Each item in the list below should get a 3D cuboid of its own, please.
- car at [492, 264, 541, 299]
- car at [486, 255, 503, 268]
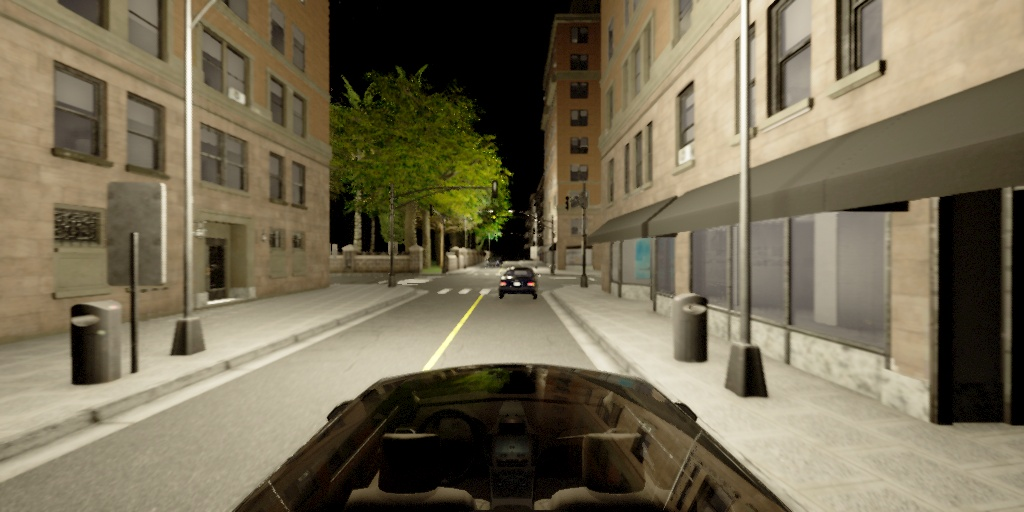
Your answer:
[{"bbox_3d":[0.424,1.263,18.017,2.033,1.411,5.357,0,0,5],"label":"car"},{"bbox_3d":[-3.022,0.939,57.636,2.097,1.767,4.553,0,0,0],"label":"car"}]
